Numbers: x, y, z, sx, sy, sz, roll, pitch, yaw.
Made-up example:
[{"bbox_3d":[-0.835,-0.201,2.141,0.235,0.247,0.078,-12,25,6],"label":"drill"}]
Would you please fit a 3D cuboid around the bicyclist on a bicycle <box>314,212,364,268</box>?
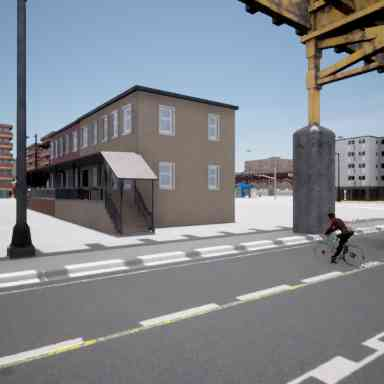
[{"bbox_3d":[4.470,1.455,10.247,0.582,1.620,1.656,0,-2,-36],"label":"bicyclist on a bicycle"}]
